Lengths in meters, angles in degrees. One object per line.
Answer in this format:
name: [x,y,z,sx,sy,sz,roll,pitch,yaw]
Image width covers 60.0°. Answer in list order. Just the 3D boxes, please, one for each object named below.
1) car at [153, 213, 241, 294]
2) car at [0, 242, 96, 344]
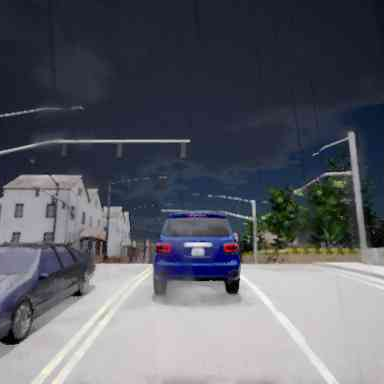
car: [0.079,1.781,10.201,2.150,2.045,5.566,0,-7,-1]
car: [-3.573,1.790,6.965,2.033,1.411,5.357,0,-4,0]
